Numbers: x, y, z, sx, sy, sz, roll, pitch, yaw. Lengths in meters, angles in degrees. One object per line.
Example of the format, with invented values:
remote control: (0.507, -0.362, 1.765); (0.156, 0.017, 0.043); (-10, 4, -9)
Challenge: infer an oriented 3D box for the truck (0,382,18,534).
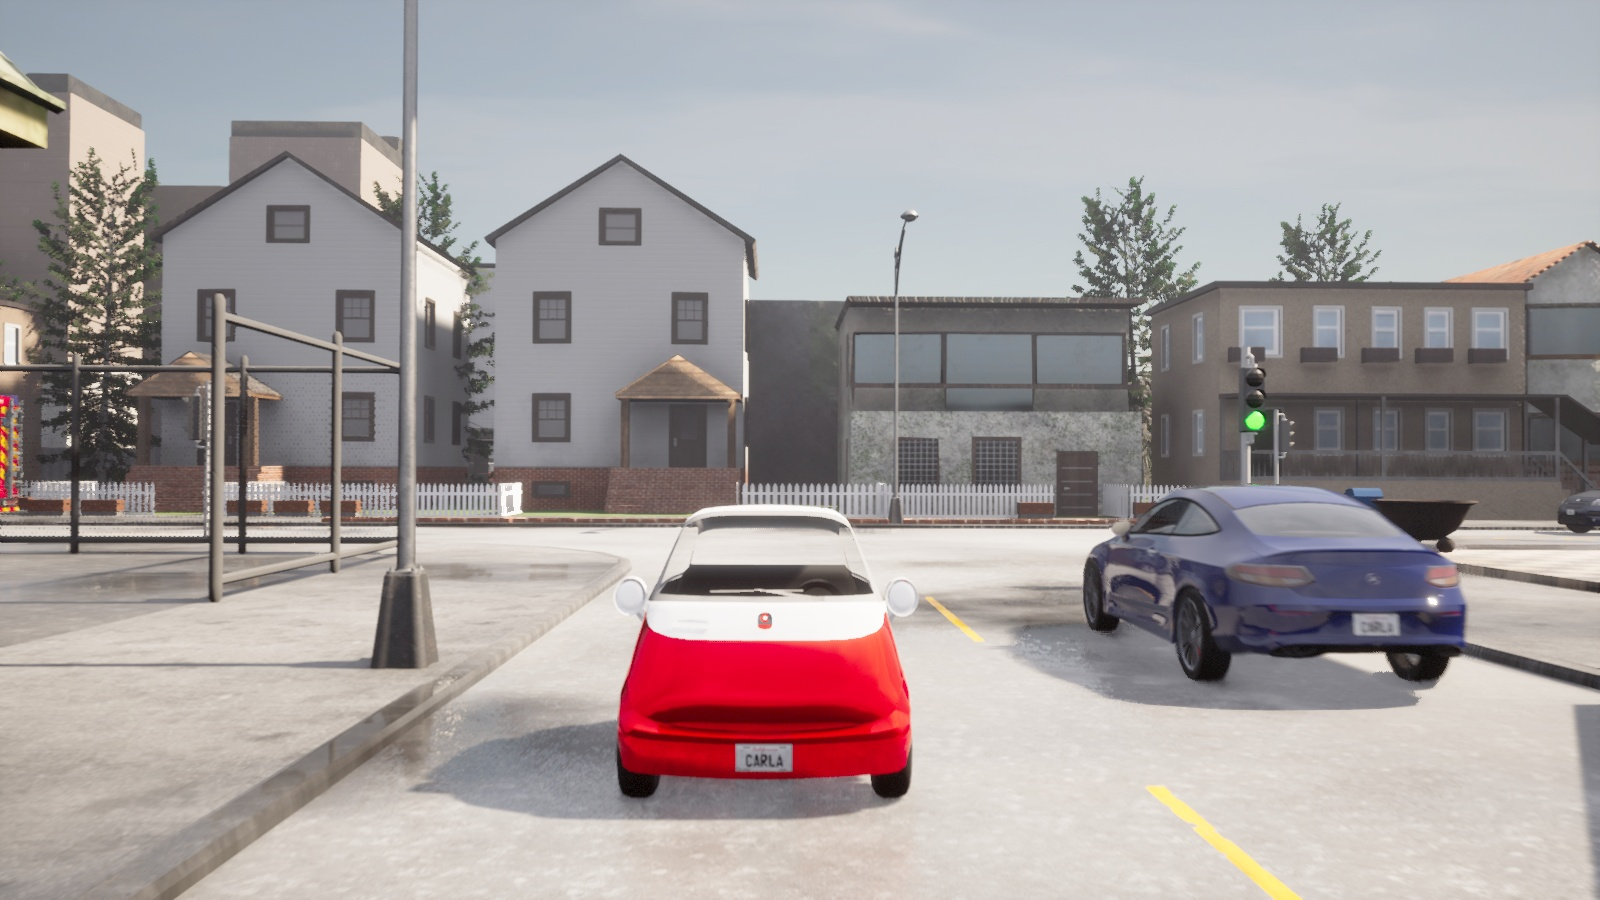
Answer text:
truck: (-24.336, 0.211, 30.739); (8.468, 3.827, 2.891); (0, -1, -2)

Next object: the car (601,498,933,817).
car: (-0.165, 0.970, 6.730); (1.481, 1.376, 2.207); (0, -1, -1)

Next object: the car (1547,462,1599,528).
car: (21.329, 1.106, 31.590); (3.988, 1.617, 1.851); (0, -1, -2)

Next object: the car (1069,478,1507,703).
car: (3.752, 0.985, 10.697); (1.812, 1.442, 4.674); (0, -1, -1)
